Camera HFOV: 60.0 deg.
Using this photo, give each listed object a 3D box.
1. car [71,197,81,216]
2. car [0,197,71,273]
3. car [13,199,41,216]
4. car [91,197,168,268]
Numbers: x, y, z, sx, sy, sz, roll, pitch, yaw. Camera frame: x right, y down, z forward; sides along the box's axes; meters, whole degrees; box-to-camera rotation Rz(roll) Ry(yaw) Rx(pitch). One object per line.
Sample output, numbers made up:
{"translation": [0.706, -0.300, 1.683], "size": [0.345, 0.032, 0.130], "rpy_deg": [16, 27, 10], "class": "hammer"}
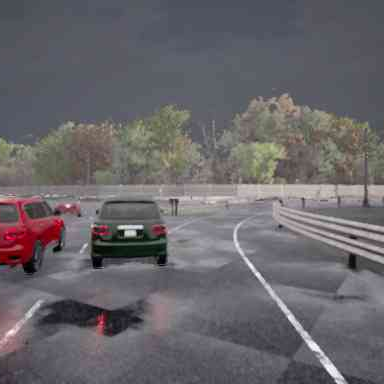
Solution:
{"translation": [-11.007, 1.193, 29.525], "size": [2.097, 1.767, 4.553], "rpy_deg": [0, 0, -21], "class": "car"}
{"translation": [-5.498, 1.165, 10.352], "size": [2.150, 2.045, 5.566], "rpy_deg": [0, 0, -10], "class": "car"}
{"translation": [-15.582, 1.393, 31.590], "size": [1.994, 1.385, 4.181], "rpy_deg": [0, 0, -21], "class": "car"}
{"translation": [-2.119, 1.159, 11.369], "size": [2.150, 2.045, 5.566], "rpy_deg": [0, 0, -11], "class": "car"}
